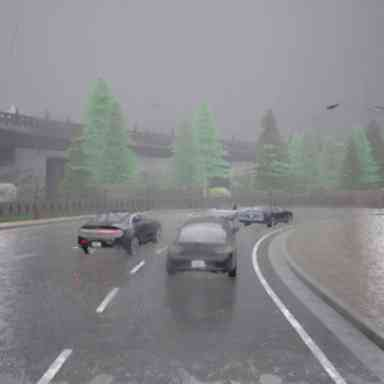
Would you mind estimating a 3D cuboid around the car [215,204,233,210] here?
[{"bbox_3d":[3.238,1.561,25.484,1.895,1.301,4.718,0,0,38],"label":"car"}]

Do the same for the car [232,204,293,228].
[{"bbox_3d":[5.036,1.513,22.187,2.033,1.411,5.357,0,0,35],"label":"car"}]

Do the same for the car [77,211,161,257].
[{"bbox_3d":[-2.557,1.468,12.953,2.128,1.511,4.902,0,0,11],"label":"car"}]

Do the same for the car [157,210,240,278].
[{"bbox_3d":[0.427,1.509,10.054,1.812,1.442,4.674,0,0,7],"label":"car"}]
